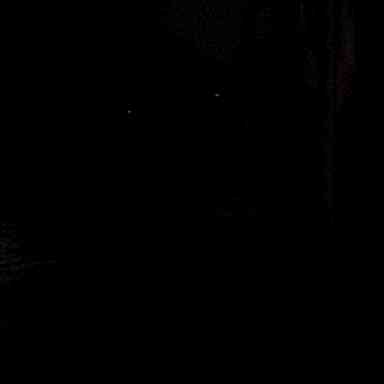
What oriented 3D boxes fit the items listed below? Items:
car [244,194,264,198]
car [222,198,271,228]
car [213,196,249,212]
[{"bbox_3d":[7.058,1.186,39.638,2.192,1.841,5.009,1,0,36],"label":"car"},{"bbox_3d":[3.998,1.383,21.671,1.967,1.590,4.097,1,0,36],"label":"car"},{"bbox_3d":[3.867,1.438,35.215,1.947,1.339,4.313,1,0,36],"label":"car"}]
